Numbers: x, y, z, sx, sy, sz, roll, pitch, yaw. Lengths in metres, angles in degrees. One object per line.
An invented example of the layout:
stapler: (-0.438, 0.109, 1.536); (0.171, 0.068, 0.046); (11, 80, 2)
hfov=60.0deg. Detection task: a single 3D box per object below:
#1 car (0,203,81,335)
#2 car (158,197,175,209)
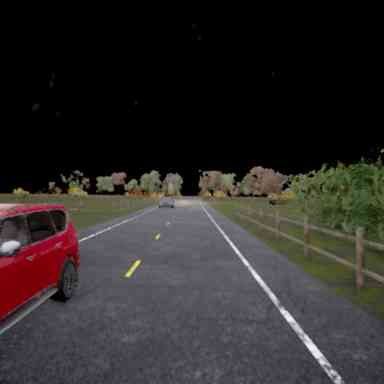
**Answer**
car: (-3.602, 1.239, 5.412); (2.150, 2.045, 5.566); (0, 0, 0)
car: (-3.601, 1.510, 47.645); (2.097, 1.767, 4.553); (0, 0, 0)
